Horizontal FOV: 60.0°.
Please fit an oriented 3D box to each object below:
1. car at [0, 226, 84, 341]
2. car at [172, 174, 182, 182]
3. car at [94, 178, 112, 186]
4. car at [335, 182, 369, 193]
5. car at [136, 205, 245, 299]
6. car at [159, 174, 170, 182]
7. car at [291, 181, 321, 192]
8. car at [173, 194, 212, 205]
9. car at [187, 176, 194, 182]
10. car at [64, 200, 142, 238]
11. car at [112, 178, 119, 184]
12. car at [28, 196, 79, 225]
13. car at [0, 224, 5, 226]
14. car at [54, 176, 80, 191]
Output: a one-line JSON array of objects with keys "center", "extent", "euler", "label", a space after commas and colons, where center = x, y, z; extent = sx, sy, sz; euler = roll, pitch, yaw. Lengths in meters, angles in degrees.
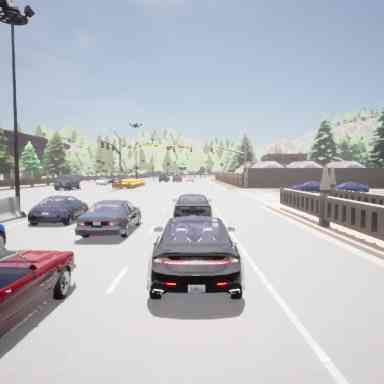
[{"center": [-3.420, 1.528, 5.101], "extent": [1.895, 1.301, 4.718], "euler": [0, 1, 0], "label": "car"}, {"center": [-3.933, -3.612, 86.995], "extent": [2.150, 2.045, 5.566], "euler": [0, 3, 0], "label": "car"}, {"center": [-17.833, -2.036, 65.952], "extent": [1.812, 1.442, 4.674], "euler": [0, 3, 0], "label": "car"}, {"center": [18.040, -0.402, 38.633], "extent": [4.674, 1.442, 1.812], "euler": [0, 3, 2], "label": "car"}, {"center": [0.068, 1.327, 8.033], "extent": [2.128, 1.511, 4.902], "euler": [0, 2, 0], "label": "car"}, {"center": [-7.432, -3.611, 86.977], "extent": [2.150, 2.045, 5.566], "euler": [0, 3, 0], "label": "car"}, {"center": [15.004, -0.617, 42.226], "extent": [4.674, 1.442, 1.812], "euler": [0, 3, 2], "label": "car"}, {"center": [0.026, 0.815, 17.454], "extent": [1.882, 1.535, 5.008], "euler": [0, 3, -1], "label": "car"}, {"center": [-0.446, -3.458, 89.668], "extent": [1.812, 1.442, 4.674], "euler": [0, 3, 0], "label": "car"}, {"center": [-3.465, 1.050, 14.616], "extent": [2.033, 1.411, 5.357], "euler": [0, 3, 0], "label": "car"}, {"center": [-17.877, -2.573, 76.085], "extent": [1.895, 1.301, 4.718], "euler": [0, 3, 0], "label": "car"}, {"center": [-6.979, 0.879, 17.794], "extent": [1.994, 1.385, 4.181], "euler": [0, 3, 0], "label": "car"}, {"center": [-6.936, 1.283, 8.822], "extent": [1.882, 1.535, 5.008], "euler": [0, 2, 0], "label": "car"}, {"center": [-17.827, -1.251, 47.763], "extent": [2.150, 2.045, 5.566], "euler": [0, 3, 0], "label": "car"}]
